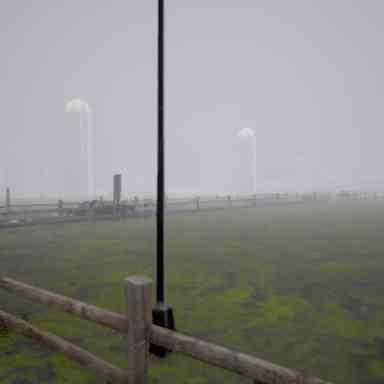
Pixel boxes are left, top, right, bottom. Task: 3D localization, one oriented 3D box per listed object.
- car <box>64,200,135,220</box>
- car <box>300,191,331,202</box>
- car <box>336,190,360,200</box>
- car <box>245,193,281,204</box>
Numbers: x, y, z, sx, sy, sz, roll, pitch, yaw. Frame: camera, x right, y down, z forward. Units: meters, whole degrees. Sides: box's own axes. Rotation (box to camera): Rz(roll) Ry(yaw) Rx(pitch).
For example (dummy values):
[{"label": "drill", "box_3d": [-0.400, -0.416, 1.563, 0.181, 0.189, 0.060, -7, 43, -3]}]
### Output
[{"label": "car", "box_3d": [-6.442, 1.215, 23.716, 4.718, 1.301, 1.895, -1, 0, -42]}, {"label": "car", "box_3d": [16.264, 0.613, 43.770, 5.357, 1.411, 2.033, -1, 0, -41]}, {"label": "car", "box_3d": [23.623, 0.394, 50.353, 4.892, 1.490, 1.837, -1, 0, -42]}, {"label": "car", "box_3d": [8.892, 0.778, 41.092, 5.357, 1.411, 2.033, -1, 0, -41]}]
